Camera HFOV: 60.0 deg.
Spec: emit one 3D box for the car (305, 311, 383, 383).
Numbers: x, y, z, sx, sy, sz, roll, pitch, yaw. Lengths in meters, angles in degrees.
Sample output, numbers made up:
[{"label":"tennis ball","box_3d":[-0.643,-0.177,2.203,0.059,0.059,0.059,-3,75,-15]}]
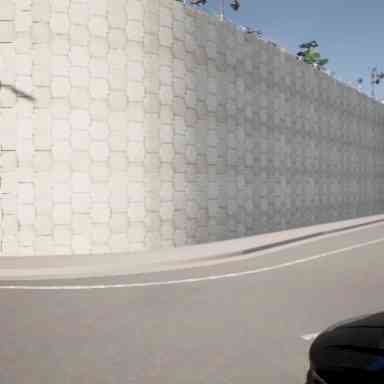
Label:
[{"label":"car","box_3d":[3.116,1.427,1.641,5.008,1.535,1.882,0,1,41]}]
